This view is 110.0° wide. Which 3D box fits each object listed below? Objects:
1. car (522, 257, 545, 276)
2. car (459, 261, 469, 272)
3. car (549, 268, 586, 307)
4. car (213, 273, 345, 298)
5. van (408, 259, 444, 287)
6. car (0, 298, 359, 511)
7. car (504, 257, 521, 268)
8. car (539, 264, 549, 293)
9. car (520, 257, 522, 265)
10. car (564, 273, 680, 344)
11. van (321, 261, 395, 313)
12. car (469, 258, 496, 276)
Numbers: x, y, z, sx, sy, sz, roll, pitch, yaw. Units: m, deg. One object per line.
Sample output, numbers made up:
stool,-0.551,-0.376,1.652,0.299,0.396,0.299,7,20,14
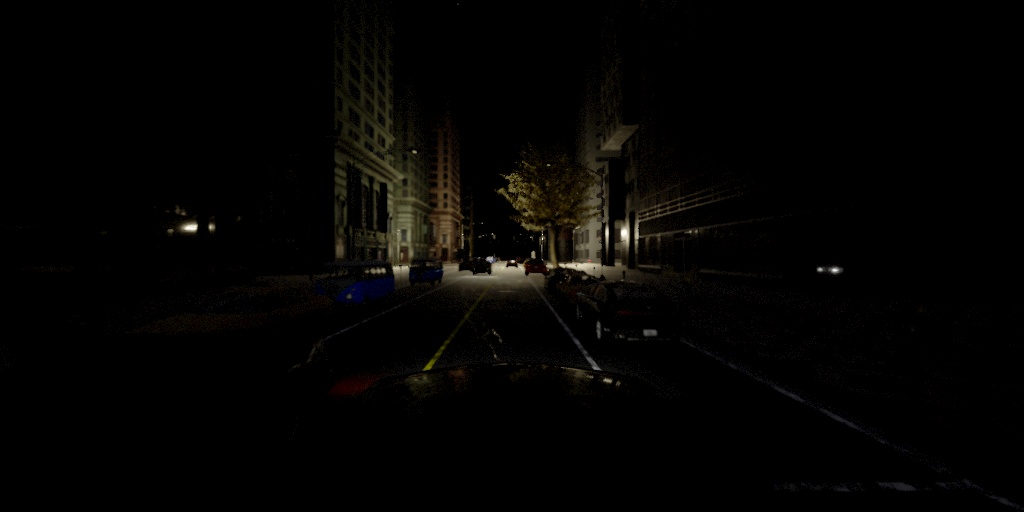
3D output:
car,2.386,1.095,37.190,2.097,1.767,4.553,0,0,0
car,-5.764,1.289,46.015,1.888,1.381,4.507,0,0,0
car,2.762,1.270,14.806,1.751,1.417,4.829,0,0,0
car,-5.763,1.273,7.952,1.751,1.417,4.829,0,0,0
van,-5.763,1.084,24.362,1.690,1.789,3.998,0,0,0
car,-3.085,1.298,2.135,2.033,1.411,5.357,0,0,0
car,0.026,1.312,60.377,1.994,1.385,4.181,0,0,1
car,2.762,1.309,19.926,1.948,1.339,4.313,0,0,0
car,2.767,1.275,62.409,1.751,1.417,4.829,0,0,0
car,2.762,1.297,9.347,2.007,1.370,4.403,0,0,0
van,-5.763,1.087,13.535,1.690,1.789,3.998,0,0,0
car,-3.090,1.220,38.027,1.882,1.535,5.008,0,0,0
